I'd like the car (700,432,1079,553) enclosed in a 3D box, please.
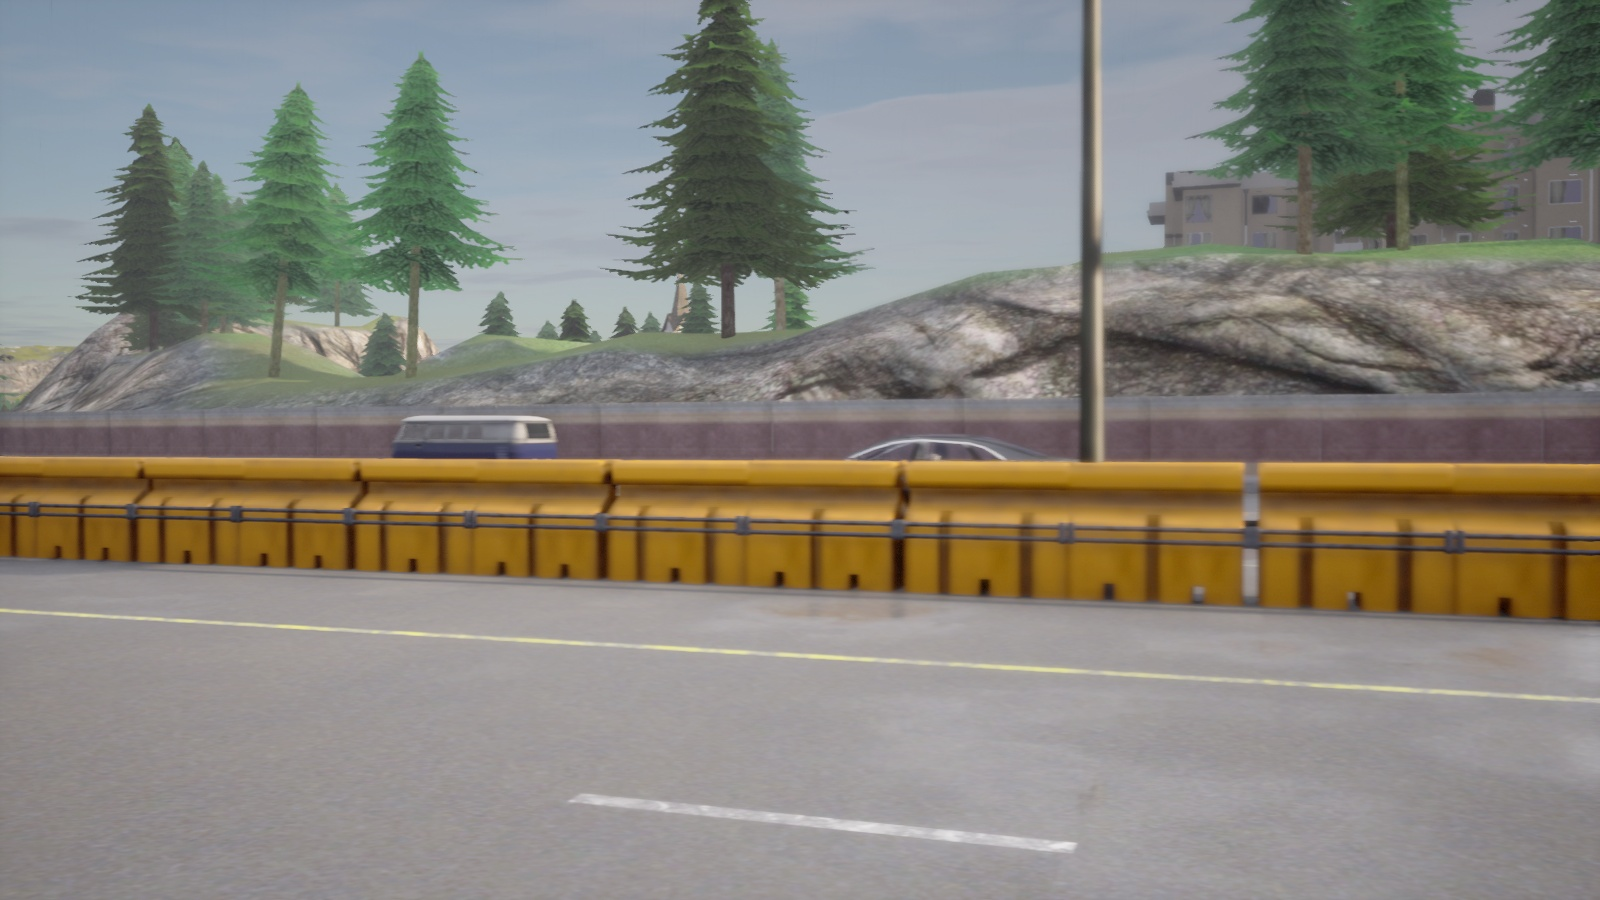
[{"bbox_3d":[1.282,0.508,17.533,4.902,1.511,2.128,1,1,19],"label":"car"}]

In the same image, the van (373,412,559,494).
[{"bbox_3d":[-8.573,0.035,32.233,4.442,1.987,1.775,1,1,22],"label":"van"}]
